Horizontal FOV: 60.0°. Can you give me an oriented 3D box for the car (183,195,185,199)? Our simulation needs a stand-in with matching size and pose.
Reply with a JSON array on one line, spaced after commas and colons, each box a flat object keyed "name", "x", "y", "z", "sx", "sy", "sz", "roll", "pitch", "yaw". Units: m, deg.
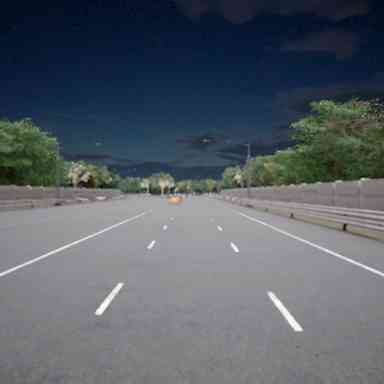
[{"name": "car", "x": -3.506, "y": 1.740, "z": 88.998, "sx": 1.837, "sy": 1.490, "sz": 4.892, "roll": 0, "pitch": 0, "yaw": 0}]

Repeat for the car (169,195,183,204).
[{"name": "car", "x": -3.505, "y": 1.501, "z": 68.687, "sx": 2.097, "sy": 1.767, "sz": 4.553, "roll": 0, "pitch": 0, "yaw": 0}]
